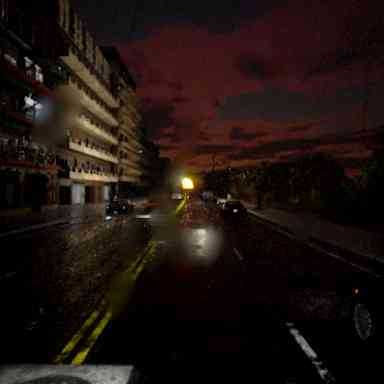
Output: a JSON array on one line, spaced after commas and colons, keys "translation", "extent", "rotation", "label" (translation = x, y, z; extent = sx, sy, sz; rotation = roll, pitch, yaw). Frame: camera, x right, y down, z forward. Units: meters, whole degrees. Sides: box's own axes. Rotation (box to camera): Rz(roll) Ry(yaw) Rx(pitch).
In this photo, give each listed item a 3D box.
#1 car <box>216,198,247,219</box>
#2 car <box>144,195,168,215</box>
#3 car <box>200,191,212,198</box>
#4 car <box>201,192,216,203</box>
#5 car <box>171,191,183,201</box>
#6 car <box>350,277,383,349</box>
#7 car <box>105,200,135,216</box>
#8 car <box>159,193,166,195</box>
[{"translation": [3.348, 1.406, 27.662], "extent": [1.994, 1.385, 4.181], "rotation": [0, 0, 0], "label": "car"}, {"translation": [-3.346, 1.297, 31.605], "extent": [1.882, 1.535, 5.008], "rotation": [0, 0, 0], "label": "car"}, {"translation": [3.248, 0.840, 69.228], "extent": [2.150, 2.045, 5.566], "rotation": [0, 0, 0], "label": "car"}, {"translation": [3.248, 1.179, 58.230], "extent": [2.163, 1.488, 4.792], "rotation": [0, 0, 0], "label": "car"}, {"translation": [-3.252, 0.786, 72.248], "extent": [2.150, 2.045, 5.566], "rotation": [0, 0, 0], "label": "car"}, {"translation": [3.349, 1.506, 3.223], "extent": [1.812, 1.442, 4.674], "rotation": [0, 0, 0], "label": "car"}, {"translation": [-6.598, 1.424, 30.878], "extent": [1.895, 1.301, 4.718], "rotation": [0, 0, 0], "label": "car"}, {"translation": [-6.502, 1.038, 72.280], "extent": [1.882, 1.535, 5.008], "rotation": [0, 0, 0], "label": "car"}]
